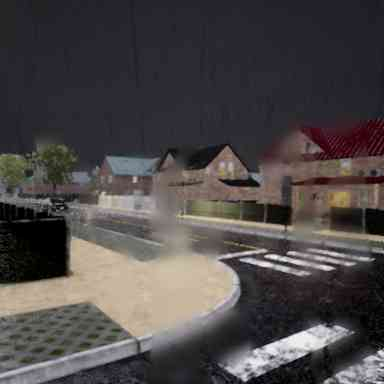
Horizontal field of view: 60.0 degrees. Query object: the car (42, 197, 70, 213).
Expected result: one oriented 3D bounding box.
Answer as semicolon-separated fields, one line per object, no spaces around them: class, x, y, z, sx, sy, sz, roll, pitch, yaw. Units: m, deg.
car;-13.913;1.333;33.871;1.837;1.490;4.892;1;0;-36
